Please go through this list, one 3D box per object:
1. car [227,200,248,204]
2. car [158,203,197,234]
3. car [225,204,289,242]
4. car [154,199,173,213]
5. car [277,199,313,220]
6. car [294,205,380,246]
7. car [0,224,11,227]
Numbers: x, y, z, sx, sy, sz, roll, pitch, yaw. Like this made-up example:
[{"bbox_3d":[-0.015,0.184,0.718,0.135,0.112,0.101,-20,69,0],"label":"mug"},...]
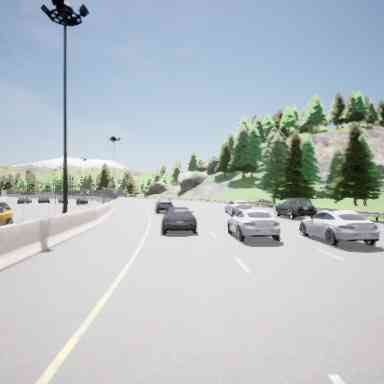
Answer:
[{"bbox_3d":[4.580,1.526,33.177,1.812,1.442,4.674,0,0,-8],"label":"car"},{"bbox_3d":[-0.810,1.565,19.496,1.994,1.385,4.181,0,0,-5],"label":"car"},{"bbox_3d":[2.951,1.526,16.457,1.812,1.442,4.674,0,0,-4],"label":"car"},{"bbox_3d":[-3.124,1.493,36.875,2.128,1.511,4.902,0,0,-10],"label":"car"},{"bbox_3d":[8.761,1.352,28.471,2.097,1.767,4.553,0,0,-7],"label":"car"},{"bbox_3d":[6.554,1.525,15.174,1.812,1.442,4.674,0,0,-4],"label":"car"},{"bbox_3d":[-11.388,1.480,17.809,1.882,1.535,5.008,0,0,-5],"label":"car"}]
